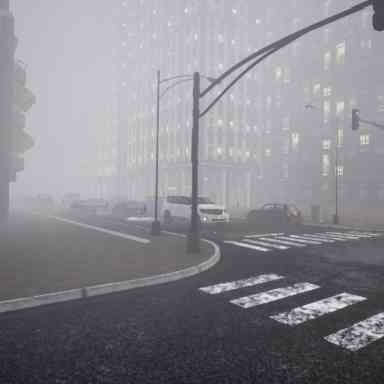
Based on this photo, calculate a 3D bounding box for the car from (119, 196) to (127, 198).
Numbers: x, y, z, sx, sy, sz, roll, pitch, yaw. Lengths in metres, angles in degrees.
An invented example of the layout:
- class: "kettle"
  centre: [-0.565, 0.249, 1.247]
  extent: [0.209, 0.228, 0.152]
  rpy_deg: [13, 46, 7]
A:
- class: "car"
  centre: [-7.235, 1.584, 42.400]
  extent: [2.008, 1.369, 4.403]
  rpy_deg: [1, -1, -35]

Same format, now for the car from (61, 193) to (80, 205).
- class: "car"
  centre: [-20.404, 1.182, 56.345]
  extent: [2.150, 2.045, 5.566]
  rpy_deg: [1, -1, -35]

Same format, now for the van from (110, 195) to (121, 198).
- class: "van"
  centre: [-10.496, 1.368, 47.012]
  extent: [1.690, 1.788, 3.998]
  rpy_deg: [1, -1, -35]

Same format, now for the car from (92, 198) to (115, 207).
- class: "car"
  centre: [-13.767, 1.586, 51.618]
  extent: [1.947, 1.339, 4.313]
  rpy_deg: [1, -1, -35]

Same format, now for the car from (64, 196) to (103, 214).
- class: "car"
  centre: [-10.806, 1.427, 32.948]
  extent: [2.008, 1.369, 4.403]
  rpy_deg: [1, -1, -35]

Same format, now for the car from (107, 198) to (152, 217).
- class: "car"
  centre: [-5.731, 1.498, 30.275]
  extent: [1.994, 1.385, 4.181]
  rpy_deg: [1, -1, -35]

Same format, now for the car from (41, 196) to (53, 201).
- class: "car"
  centre: [-36.628, 1.570, 83.879]
  extent: [1.802, 1.307, 4.206]
  rpy_deg: [1, -1, -35]

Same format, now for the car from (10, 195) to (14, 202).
- class: "car"
  centre: [-36.932, 1.397, 69.818]
  extent: [1.947, 1.339, 4.313]
  rpy_deg: [1, -1, -35]

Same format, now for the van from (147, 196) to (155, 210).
- class: "van"
  centre: [-3.965, 1.382, 37.794]
  extent: [1.690, 1.788, 3.998]
  rpy_deg: [1, -1, -35]

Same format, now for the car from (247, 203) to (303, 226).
- class: "car"
  centre: [5.831, 1.505, 23.966]
  extent: [1.967, 1.590, 4.097]
  rpy_deg: [1, -1, -35]

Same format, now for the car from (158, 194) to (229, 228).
- class: "car"
  centre: [0.049, 1.170, 22.118]
  extent: [2.150, 2.045, 5.566]
  rpy_deg: [1, -1, -35]

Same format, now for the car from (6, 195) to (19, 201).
- class: "car"
  centre: [-40.197, 1.378, 74.427]
  extent: [2.008, 1.369, 4.403]
  rpy_deg: [1, -1, -35]

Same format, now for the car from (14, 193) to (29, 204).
- class: "car"
  centre: [-30.396, 1.155, 60.603]
  extent: [2.192, 1.841, 5.009]
  rpy_deg: [1, -1, -35]

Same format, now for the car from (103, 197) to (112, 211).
- class: "car"
  centre: [-11.607, 1.468, 38.571]
  extent: [2.033, 1.411, 5.357]
  rpy_deg: [1, -1, -35]

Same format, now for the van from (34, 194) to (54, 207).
- class: "van"
  centre: [-20.599, 1.197, 46.776]
  extent: [1.690, 1.788, 3.998]
  rpy_deg: [1, -1, -35]

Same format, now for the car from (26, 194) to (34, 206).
- class: "car"
  centre: [-23.869, 1.432, 51.382]
  extent: [1.802, 1.307, 4.206]
  rpy_deg: [1, -1, -35]
